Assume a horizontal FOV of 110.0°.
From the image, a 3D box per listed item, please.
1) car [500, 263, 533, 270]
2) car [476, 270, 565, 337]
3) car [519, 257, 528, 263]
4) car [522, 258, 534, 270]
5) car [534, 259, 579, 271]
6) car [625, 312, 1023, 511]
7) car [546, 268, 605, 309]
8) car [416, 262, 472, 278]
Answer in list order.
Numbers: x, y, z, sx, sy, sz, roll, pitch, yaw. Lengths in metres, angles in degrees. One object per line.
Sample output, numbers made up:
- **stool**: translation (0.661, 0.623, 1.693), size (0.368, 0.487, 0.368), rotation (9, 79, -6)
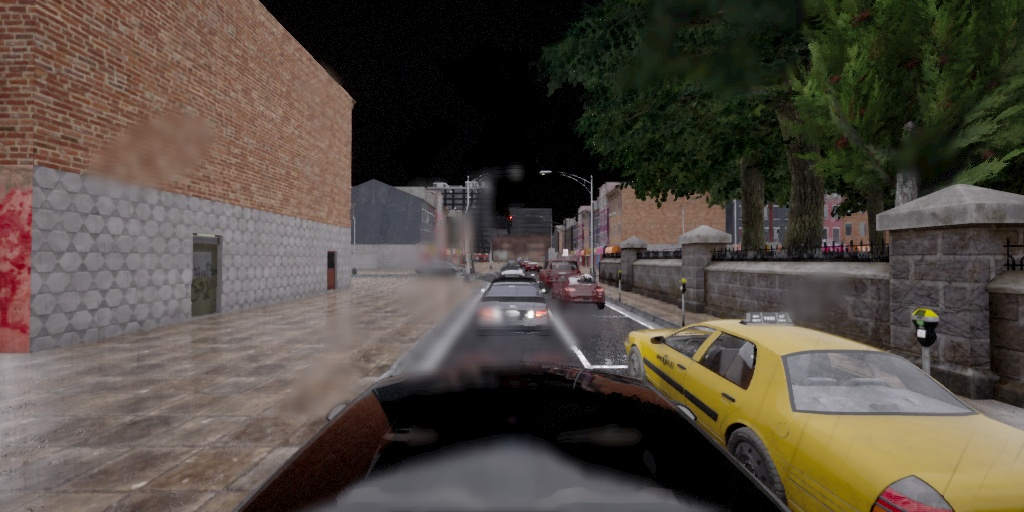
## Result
- **car**: translation (0.015, 1.287, 19.953), size (1.812, 1.442, 4.674), rotation (0, 0, 1)
- **car**: translation (0.063, 1.300, 10.241), size (2.033, 1.411, 5.357), rotation (0, 0, 0)
- **car**: translation (2.603, 1.403, 62.913), size (1.888, 1.381, 4.507), rotation (0, 0, 0)
- **car**: translation (2.613, 1.356, 46.601), size (1.888, 1.381, 4.507), rotation (0, 0, 0)
- **car**: translation (2.629, 1.077, 20.172), size (2.192, 1.841, 5.009), rotation (0, 0, 0)
- **car**: translation (2.639, 1.276, 3.995), size (1.751, 1.417, 4.829), rotation (0, 0, 0)
- **car**: translation (2.633, 1.338, 14.723), size (1.802, 1.307, 4.207), rotation (0, 0, 0)
- **car**: translation (-6.094, 1.256, 32.374), size (4.902, 1.511, 2.128), rotation (0, -1, -8)
